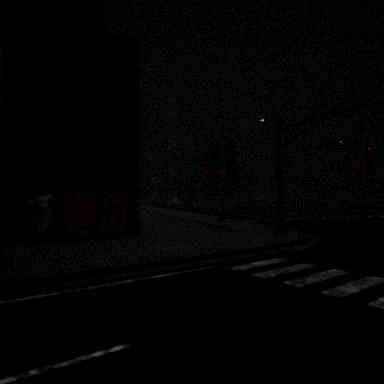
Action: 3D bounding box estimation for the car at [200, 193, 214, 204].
[{"bbox_3d":[2.468,1.209,65.673,2.150,2.045,5.566,0,0,-21],"label":"car"}]

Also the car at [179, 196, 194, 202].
[{"bbox_3d":[-1.241,1.480,75.367,1.895,1.301,4.718,0,0,-21],"label":"car"}]

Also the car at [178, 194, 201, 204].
[{"bbox_3d":[-0.557,1.492,64.484,1.837,1.490,4.892,0,0,-21],"label":"car"}]

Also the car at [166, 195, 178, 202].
[{"bbox_3d":[-4.265,1.384,74.178,1.837,1.490,4.892,0,0,-21],"label":"car"}]
